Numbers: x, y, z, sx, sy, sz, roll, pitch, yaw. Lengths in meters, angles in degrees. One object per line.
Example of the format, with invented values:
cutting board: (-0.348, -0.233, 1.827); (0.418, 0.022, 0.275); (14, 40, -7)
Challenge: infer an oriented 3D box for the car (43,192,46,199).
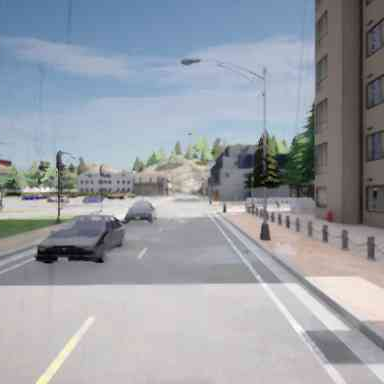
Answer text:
car: (-36.095, 1.149, 84.376); (4.514, 1.523, 2.007); (0, 0, 0)

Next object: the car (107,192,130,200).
car: (-17.562, 0.923, 78.070); (4.605, 1.855, 1.932); (0, 0, 0)

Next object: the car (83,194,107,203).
car: (-17.622, 1.255, 59.487); (3.633, 1.501, 1.845); (0, 0, 0)

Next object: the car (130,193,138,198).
car: (-18.039, 0.934, 93.768); (5.027, 1.636, 2.152); (0, 0, 0)

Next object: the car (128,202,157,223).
car: (-3.661, 1.462, 24.654); (1.812, 1.442, 4.674); (0, 0, 0)

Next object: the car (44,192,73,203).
car: (-25.055, 1.274, 62.436); (3.806, 1.475, 1.970); (0, 0, 0)

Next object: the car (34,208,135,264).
car: (-3.646, 1.520, 12.029); (2.033, 1.411, 5.357); (0, 0, 0)

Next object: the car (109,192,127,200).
car: (-17.986, 0.895, 80.974); (3.866, 1.878, 1.905); (0, 0, 0)

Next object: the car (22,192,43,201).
car: (-36.096, 1.200, 74.383); (3.633, 1.501, 1.845); (0, 0, 0)
